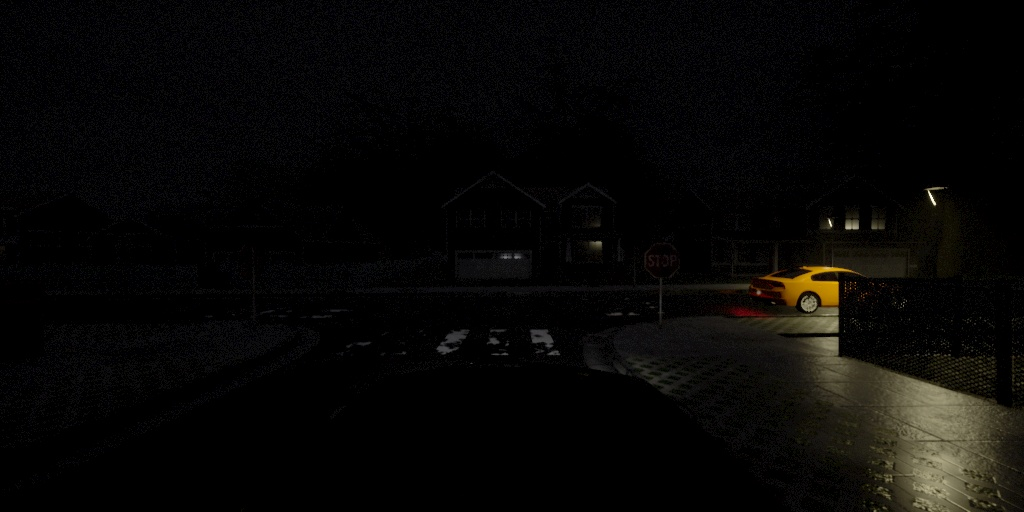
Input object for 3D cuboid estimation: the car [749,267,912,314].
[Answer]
[{"bbox_3d":[11.355,1.135,12.904,5.008,1.535,1.882,-1,1,0],"label":"car"}]
